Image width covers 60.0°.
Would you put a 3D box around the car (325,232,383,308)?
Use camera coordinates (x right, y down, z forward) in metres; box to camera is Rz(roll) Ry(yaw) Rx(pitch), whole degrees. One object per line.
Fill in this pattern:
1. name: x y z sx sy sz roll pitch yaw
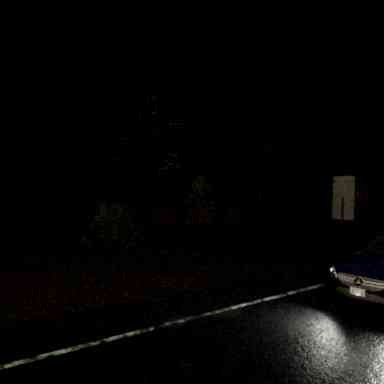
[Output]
1. car: 4.978 1.630 7.544 4.674 1.442 1.812 1 -1 -35
